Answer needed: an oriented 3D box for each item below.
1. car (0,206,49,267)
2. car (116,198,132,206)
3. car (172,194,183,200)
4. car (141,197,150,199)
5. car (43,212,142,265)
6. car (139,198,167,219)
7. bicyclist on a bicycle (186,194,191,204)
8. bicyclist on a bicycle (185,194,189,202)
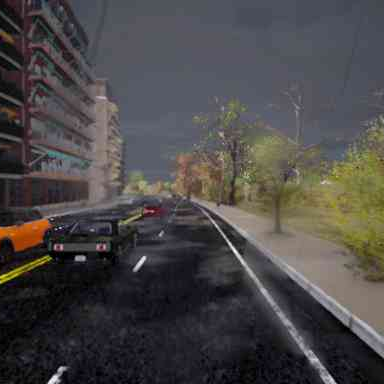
[{"bbox_3d":[-6.602,1.341,11.341,2.097,1.767,4.553,0,0,0],"label":"car"},{"bbox_3d":[-10.687,1.553,52.671,1.895,1.301,4.718,0,0,-2],"label":"car"},{"bbox_3d":[-3.589,1.296,89.124,2.128,1.511,4.902,0,0,-6],"label":"car"},{"bbox_3d":[-7.497,1.496,54.201,2.033,1.411,5.357,0,0,-2],"label":"car"},{"bbox_3d":[-3.148,1.590,11.632,1.895,1.301,4.718,0,0,0],"label":"car"},{"bbox_3d":[-3.258,1.538,29.161,1.994,1.385,4.181,0,0,-1],"label":"car"},{"bbox_3d":[-0.439,1.388,61.334,0.582,1.620,1.656,0,0,-4],"label":"bicyclist on a bicycle"},{"bbox_3d":[-1.050,1.293,70.281,0.659,1.776,1.843,0,0,-4],"label":"bicyclist on a bicycle"}]
